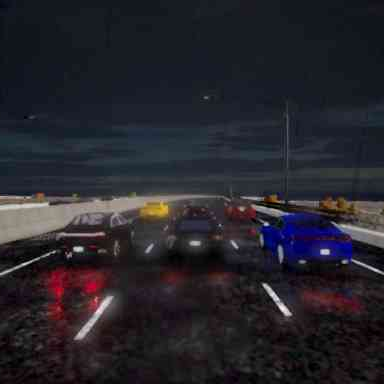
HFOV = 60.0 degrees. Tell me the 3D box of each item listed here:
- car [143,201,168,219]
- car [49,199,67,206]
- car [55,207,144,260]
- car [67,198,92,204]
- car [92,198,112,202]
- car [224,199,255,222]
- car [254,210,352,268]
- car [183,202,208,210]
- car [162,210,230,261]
[{"bbox_3d":[-3.155,1.509,28.925,1.882,1.535,5.008,0,0,1],"label":"car"},{"bbox_3d":[-20.271,1.689,51.539,1.895,1.301,4.718,0,0,2],"label":"car"},{"bbox_3d":[-3.371,1.496,12.393,2.128,1.511,4.902,0,0,1],"label":"car"},{"bbox_3d":[-16.779,1.636,51.331,2.033,1.411,5.357,0,0,2],"label":"car"},{"bbox_3d":[-13.284,1.614,51.213,1.812,1.442,4.674,0,0,2],"label":"car"},{"bbox_3d":[3.804,1.379,27.023,2.097,1.767,4.553,0,0,1],"label":"car"},{"bbox_3d":[3.616,1.482,11.422,1.882,1.535,5.008,0,-1,1],"label":"car"},{"bbox_3d":[0.311,1.521,27.350,2.128,1.511,4.902,0,0,1],"label":"car"},{"bbox_3d":[0.129,1.568,12.342,1.994,1.385,4.181,0,0,1],"label":"car"}]
